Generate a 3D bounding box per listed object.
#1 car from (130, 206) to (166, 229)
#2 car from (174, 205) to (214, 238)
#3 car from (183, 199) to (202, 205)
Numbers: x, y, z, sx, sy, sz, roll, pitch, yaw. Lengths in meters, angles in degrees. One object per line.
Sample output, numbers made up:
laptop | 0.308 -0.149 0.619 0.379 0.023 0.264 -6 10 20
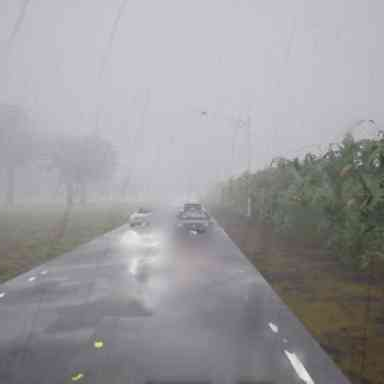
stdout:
car | -2.858 1.613 22.091 1.895 1.301 4.718 0 0 0
car | 0.087 1.610 17.759 1.895 1.301 4.718 0 0 0
car | 0.085 1.502 35.985 1.882 1.535 5.008 0 0 0
